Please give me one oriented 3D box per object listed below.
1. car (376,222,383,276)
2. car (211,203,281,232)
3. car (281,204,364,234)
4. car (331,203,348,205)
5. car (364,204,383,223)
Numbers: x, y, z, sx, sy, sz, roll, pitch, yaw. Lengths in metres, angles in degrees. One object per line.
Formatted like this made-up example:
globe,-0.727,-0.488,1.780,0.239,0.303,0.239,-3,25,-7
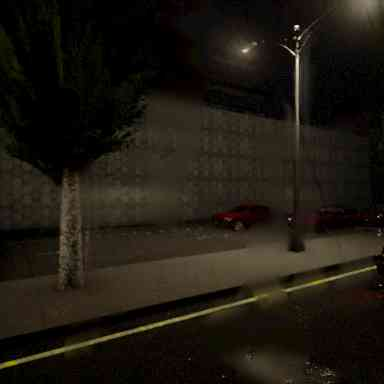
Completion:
car,6.899,1.546,8.665,5.357,1.411,2.033,0,0,-35
car,3.410,1.476,20.519,5.008,1.535,1.882,0,0,-35
car,7.606,1.600,19.193,4.718,1.301,1.895,0,0,-35
car,11.324,1.584,26.066,4.181,1.385,1.994,0,0,-35
car,13.356,1.561,23.216,4.674,1.442,1.812,0,0,-35
